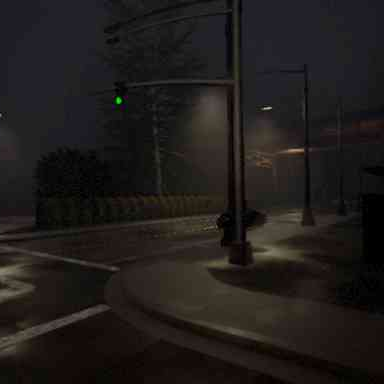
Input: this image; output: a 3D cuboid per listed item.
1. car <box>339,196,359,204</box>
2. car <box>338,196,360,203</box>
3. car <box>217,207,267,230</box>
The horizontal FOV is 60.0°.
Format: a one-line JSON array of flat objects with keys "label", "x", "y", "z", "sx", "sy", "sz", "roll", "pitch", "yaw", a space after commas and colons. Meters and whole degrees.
[{"label": "car", "x": 32.018, "y": 1.634, "z": 67.917, "sx": 4.974, "sy": 1.542, "sz": 2.038, "roll": 0, "pitch": -1, "yaw": -29}, {"label": "car", "x": 32.061, "y": 1.477, "z": 67.945, "sx": 4.536, "sy": 1.218, "sz": 1.853, "roll": 0, "pitch": -1, "yaw": -29}, {"label": "car", "x": 3.382, "y": 1.673, "z": 22.239, "sx": 1.994, "sy": 1.385, "sz": 4.181, "roll": -1, "pitch": -1, "yaw": 36}]
